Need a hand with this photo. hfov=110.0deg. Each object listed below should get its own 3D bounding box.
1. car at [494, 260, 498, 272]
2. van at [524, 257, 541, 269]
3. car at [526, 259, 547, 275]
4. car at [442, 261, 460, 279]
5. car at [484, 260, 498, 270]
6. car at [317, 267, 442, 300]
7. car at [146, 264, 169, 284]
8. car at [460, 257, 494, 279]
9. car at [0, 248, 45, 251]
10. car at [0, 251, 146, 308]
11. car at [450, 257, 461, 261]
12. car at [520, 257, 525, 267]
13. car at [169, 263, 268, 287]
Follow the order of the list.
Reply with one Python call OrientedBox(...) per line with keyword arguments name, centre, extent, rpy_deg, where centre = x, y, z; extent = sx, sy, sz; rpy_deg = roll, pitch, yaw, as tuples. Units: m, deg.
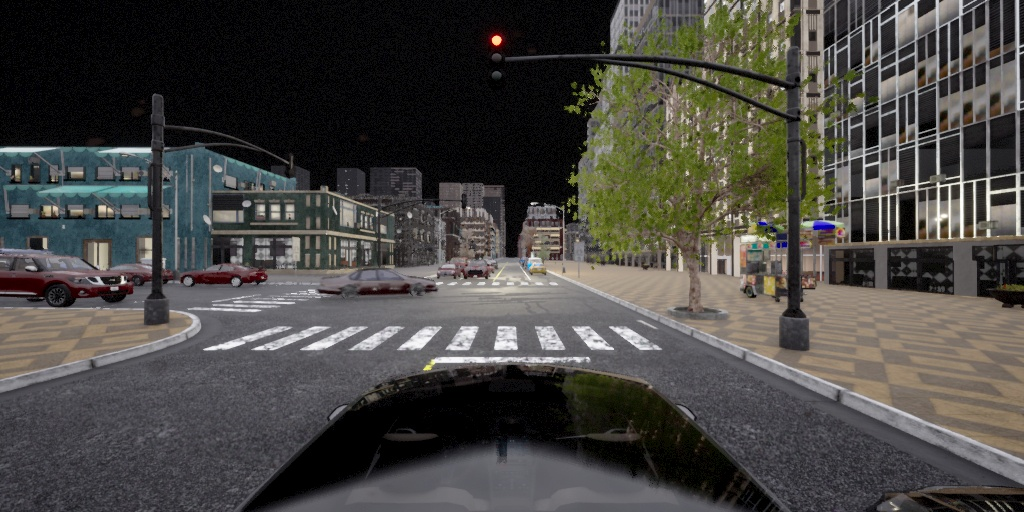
OrientedBox(name="car", centre=(-3.060, 1.317, 42.134), extent=(1.994, 1.385, 4.181), rpy_deg=(0, 0, 0))
OrientedBox(name="van", centre=(2.732, 1.094, 43.621), extent=(1.690, 1.789, 3.998), rpy_deg=(0, 0, 0))
OrientedBox(name="car", centre=(2.727, 1.278, 38.239), extent=(1.751, 1.417, 4.829), rpy_deg=(0, 0, 0))
OrientedBox(name="car", centre=(-5.659, 1.334, 32.524), extent=(1.802, 1.307, 4.207), rpy_deg=(0, 0, 0))
OrientedBox(name="car", centre=(-3.038, 1.280, 53.137), extent=(1.812, 1.442, 4.674), rpy_deg=(0, 0, 0))
OrientedBox(name="car", centre=(-6.415, 1.291, 17.433), extent=(5.357, 1.411, 2.033), rpy_deg=(0, 0, -22))
OrientedBox(name="car", centre=(-22.801, 1.090, 21.454), extent=(4.207, 1.307, 1.802), rpy_deg=(0, 0, -1))
OrientedBox(name="car", centre=(-3.069, 1.104, 32.220), extent=(2.097, 1.767, 4.553), rpy_deg=(0, 0, 0))
OrientedBox(name="car", centre=(-21.500, 0.710, 15.685), extent=(5.566, 2.045, 2.150), rpy_deg=(2, 0, -1))
OrientedBox(name="car", centre=(-17.147, 0.850, 13.147), extent=(5.009, 1.841, 2.192), rpy_deg=(0, 0, -1))
OrientedBox(name="car", centre=(-5.654, 1.067, 38.075), extent=(2.192, 1.841, 5.009), rpy_deg=(0, 0, 0))
OrientedBox(name="car", centre=(2.742, 1.305, 54.723), extent=(2.007, 1.370, 4.403), rpy_deg=(0, 0, 0))
OrientedBox(name="car", centre=(-17.257, 1.121, 21.527), extent=(4.507, 1.381, 1.888), rpy_deg=(0, 0, -1))
